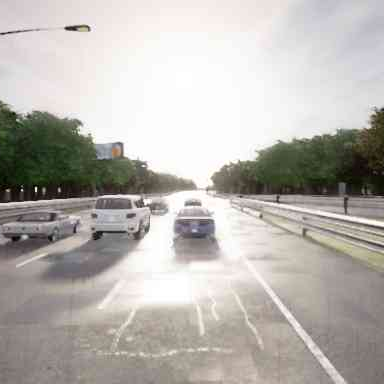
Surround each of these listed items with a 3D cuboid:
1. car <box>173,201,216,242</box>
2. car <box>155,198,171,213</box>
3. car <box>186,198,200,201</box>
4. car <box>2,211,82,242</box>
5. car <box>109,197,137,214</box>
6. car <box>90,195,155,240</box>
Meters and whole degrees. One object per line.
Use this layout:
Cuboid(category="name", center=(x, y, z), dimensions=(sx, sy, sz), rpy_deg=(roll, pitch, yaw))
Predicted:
Cuboid(category="car", center=(0.102, 1.418, 16.166), dimensions=(1.882, 1.535, 5.008), rpy_deg=(0, 0, 0))
Cuboid(category="car", center=(-3.398, 1.372, 34.962), dimensions=(1.812, 1.442, 4.674), rpy_deg=(0, 0, 0))
Cuboid(category="car", center=(0.102, 1.322, 35.469), dimensions=(1.882, 1.535, 5.008), rpy_deg=(0, 0, 0))
Cuboid(category="car", center=(-6.898, 1.543, 15.949), dimensions=(1.895, 1.301, 4.718), rpy_deg=(0, 0, 0))
Cuboid(category="car", center=(-6.897, 1.356, 33.934), dimensions=(1.837, 1.490, 4.892), rpy_deg=(0, 0, 0))
Cuboid(category="car", center=(-3.399, 1.159, 16.732), dimensions=(2.150, 2.045, 5.566), rpy_deg=(0, 0, 0))
